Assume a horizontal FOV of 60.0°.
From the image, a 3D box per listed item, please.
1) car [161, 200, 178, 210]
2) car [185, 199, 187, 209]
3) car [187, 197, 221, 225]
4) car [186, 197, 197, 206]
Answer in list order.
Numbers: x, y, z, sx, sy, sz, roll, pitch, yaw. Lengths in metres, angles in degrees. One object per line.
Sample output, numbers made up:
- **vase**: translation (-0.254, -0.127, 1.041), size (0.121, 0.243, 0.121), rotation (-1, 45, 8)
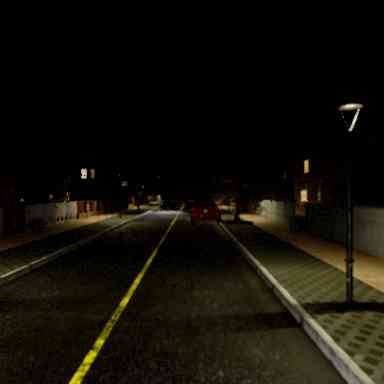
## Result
- **car**: translation (-2.868, 1.627, 42.517), size (1.895, 1.301, 4.718), rotation (0, 0, 0)
- **car**: translation (-0.007, 1.629, 44.304), size (1.895, 1.301, 4.718), rotation (0, 0, 0)
- **car**: translation (0.906, 1.309, 24.287), size (2.097, 1.767, 4.553), rotation (-3, -1, 0)
- **car**: translation (-0.036, 1.573, 55.688), size (1.812, 1.442, 4.674), rotation (0, 0, 0)
